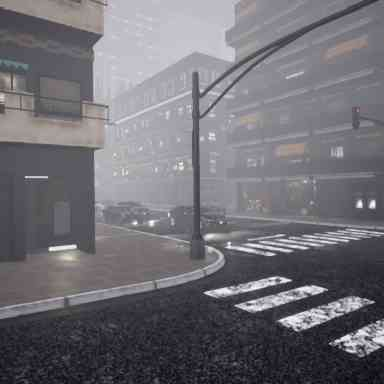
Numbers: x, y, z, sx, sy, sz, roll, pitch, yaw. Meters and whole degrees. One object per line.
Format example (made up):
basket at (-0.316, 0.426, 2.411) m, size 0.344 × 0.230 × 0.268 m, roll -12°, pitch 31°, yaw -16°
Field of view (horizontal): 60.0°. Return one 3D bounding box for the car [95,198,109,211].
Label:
car at (-11.347, 1.568, 37.244) m, size 1.812 × 1.442 × 4.674 m, roll -1°, pitch 1°, yaw -36°

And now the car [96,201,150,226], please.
car at (-5.182, 1.632, 24.527) m, size 1.947 × 1.339 × 4.313 m, roll -1°, pitch 1°, yaw -36°

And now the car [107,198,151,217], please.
car at (-5.300, 1.540, 28.887) m, size 1.837 × 1.490 × 4.892 m, roll -1°, pitch 1°, yaw -36°

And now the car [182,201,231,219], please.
car at (1.198, 1.512, 29.152) m, size 2.008 × 1.369 × 4.403 m, roll -1°, pitch 1°, yaw -36°

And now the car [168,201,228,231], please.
car at (0.268, 1.534, 21.209) m, size 1.837 × 1.490 × 4.892 m, roll -1°, pitch 1°, yaw -36°
